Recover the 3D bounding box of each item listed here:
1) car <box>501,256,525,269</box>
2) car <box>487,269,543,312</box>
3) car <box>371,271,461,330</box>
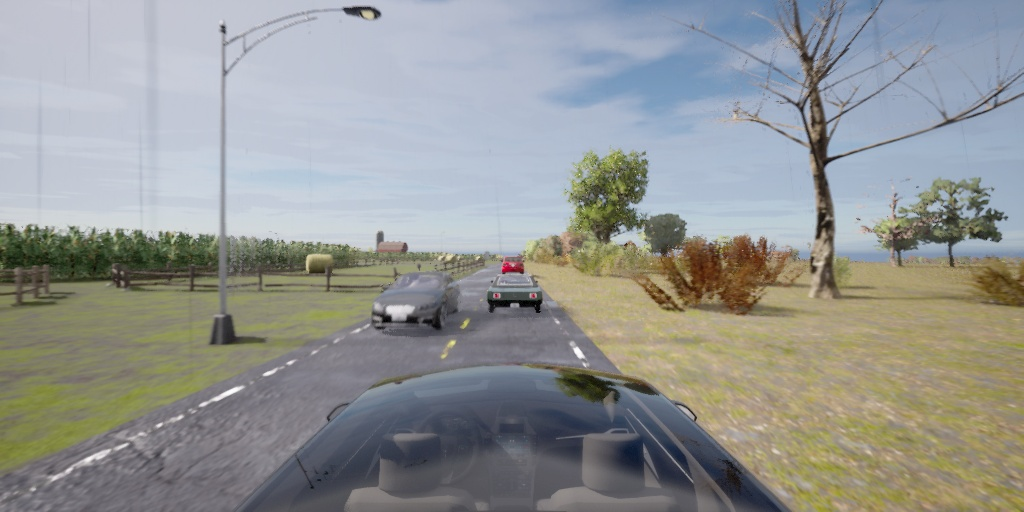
[{"bbox_3d":[0.095,0.995,36.217,2.150,2.045,5.566,0,0,0],"label":"car"},{"bbox_3d":[0.099,1.353,14.141,1.895,1.301,4.718,0,0,0],"label":"car"},{"bbox_3d":[-2.752,1.242,11.211,2.128,1.511,4.902,0,0,0],"label":"car"}]
